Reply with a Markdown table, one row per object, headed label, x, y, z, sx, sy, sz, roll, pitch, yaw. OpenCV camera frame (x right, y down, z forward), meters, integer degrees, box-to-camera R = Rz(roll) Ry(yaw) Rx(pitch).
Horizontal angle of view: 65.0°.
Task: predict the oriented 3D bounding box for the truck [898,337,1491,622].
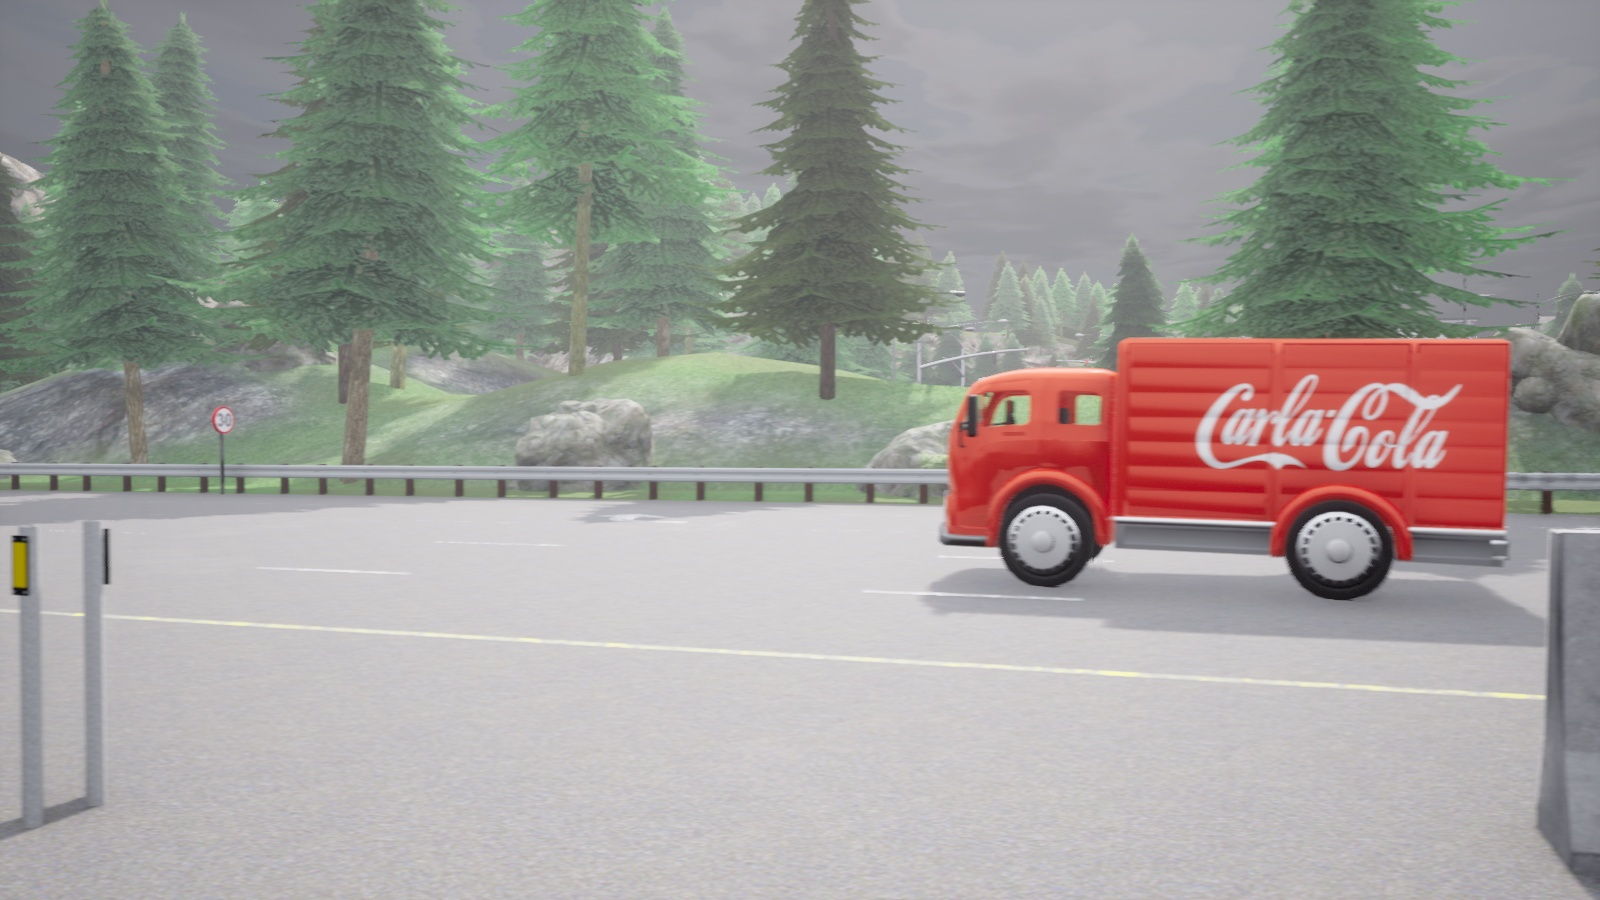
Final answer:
| label | x | y | z | sx | sy | sz | roll | pitch | yaw |
| --- | --- | --- | --- | --- | --- | --- | --- | --- | --- |
| truck | 3.893 | 0.164 | 12.952 | 5.204 | 2.467 | 2.627 | 2 | 1 | 19 |

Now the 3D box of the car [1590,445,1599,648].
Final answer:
| label | x | y | z | sx | sy | sz | roll | pitch | yaw |
| --- | --- | --- | --- | --- | --- | --- | --- | --- | --- |
| car | 7.432 | 0.739 | 8.078 | 3.633 | 1.501 | 1.845 | 1 | 1 | 19 |
